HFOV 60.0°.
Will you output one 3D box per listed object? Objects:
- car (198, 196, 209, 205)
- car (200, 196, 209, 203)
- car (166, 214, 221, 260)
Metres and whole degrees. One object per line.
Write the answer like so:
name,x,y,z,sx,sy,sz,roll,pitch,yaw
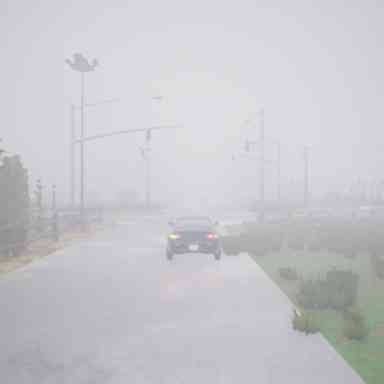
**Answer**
car,2.099,1.562,61.639,1.882,1.535,5.008,0,0,3
car,2.879,1.648,77.091,2.033,1.411,5.357,0,0,3
car,0.061,1.551,12.508,1.812,1.442,4.674,0,-1,0
